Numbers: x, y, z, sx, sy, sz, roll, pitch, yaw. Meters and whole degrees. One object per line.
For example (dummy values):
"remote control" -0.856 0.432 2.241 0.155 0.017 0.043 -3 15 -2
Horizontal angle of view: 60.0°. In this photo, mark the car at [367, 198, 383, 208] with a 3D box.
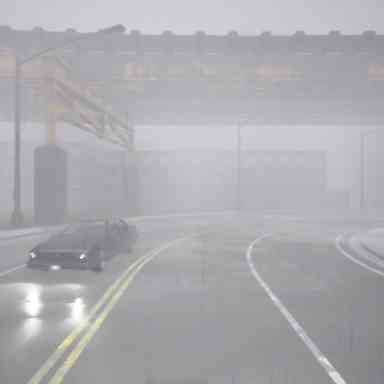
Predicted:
"car" 29.387 1.618 49.449 2.038 1.542 4.974 0 0 -29

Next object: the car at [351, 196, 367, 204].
"car" 33.903 1.526 69.002 1.853 1.218 4.536 0 0 -34

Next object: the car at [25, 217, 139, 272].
"car" -3.272 1.586 11.271 2.033 1.411 5.357 0 0 6

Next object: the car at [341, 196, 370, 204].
"car" 33.874 1.684 69.045 2.038 1.542 4.974 0 0 -34

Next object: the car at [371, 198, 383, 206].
"car" 29.362 1.460 49.495 1.853 1.218 4.536 0 0 -29

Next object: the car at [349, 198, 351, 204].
"car" 29.865 1.681 68.307 4.974 1.542 2.038 0 0 -39
